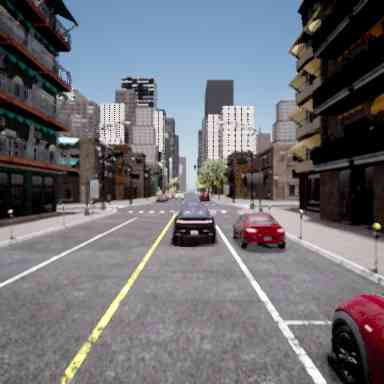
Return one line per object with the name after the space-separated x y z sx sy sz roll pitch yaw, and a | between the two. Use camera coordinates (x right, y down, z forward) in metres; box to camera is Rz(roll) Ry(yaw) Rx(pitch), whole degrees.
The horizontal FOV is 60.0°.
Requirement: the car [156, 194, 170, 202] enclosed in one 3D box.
-5.779 1.204 63.131 1.887 1.381 4.507 0 0 0 | car

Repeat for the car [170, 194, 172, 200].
-5.692 1.200 68.653 1.947 1.339 4.313 0 0 0 | car

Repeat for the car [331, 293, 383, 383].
2.692 1.423 2.571 1.967 1.590 4.097 0 0 0 | car

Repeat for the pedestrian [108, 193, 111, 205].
-12.513 1.005 50.387 0.375 1.860 0.375 0 1 0 | pedestrian

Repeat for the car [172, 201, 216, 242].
0.100 1.397 15.666 2.128 1.511 4.902 0 0 0 | car

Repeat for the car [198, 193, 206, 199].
2.688 1.091 90.755 2.008 1.369 4.403 0 0 0 | car

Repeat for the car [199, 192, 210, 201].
2.689 0.949 68.652 2.192 1.841 5.009 0 0 0 | car

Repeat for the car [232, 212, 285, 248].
2.692 1.498 13.902 1.802 1.307 4.206 0 0 0 | car

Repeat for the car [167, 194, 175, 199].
-5.692 1.122 90.754 1.802 1.307 4.206 0 0 0 | car

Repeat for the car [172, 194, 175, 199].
-5.692 1.112 79.533 1.752 1.417 4.829 0 0 0 | car

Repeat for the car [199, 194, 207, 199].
2.688 1.128 85.230 1.947 1.339 4.313 0 0 0 | car

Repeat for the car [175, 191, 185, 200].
-3.003 0.799 82.490 2.150 2.045 5.566 0 0 0 | car

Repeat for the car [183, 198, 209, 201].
0.100 1.407 27.076 1.994 1.385 4.181 0 0 0 | car

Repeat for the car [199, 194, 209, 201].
2.688 1.176 74.179 1.947 1.339 4.313 0 0 0 | car
